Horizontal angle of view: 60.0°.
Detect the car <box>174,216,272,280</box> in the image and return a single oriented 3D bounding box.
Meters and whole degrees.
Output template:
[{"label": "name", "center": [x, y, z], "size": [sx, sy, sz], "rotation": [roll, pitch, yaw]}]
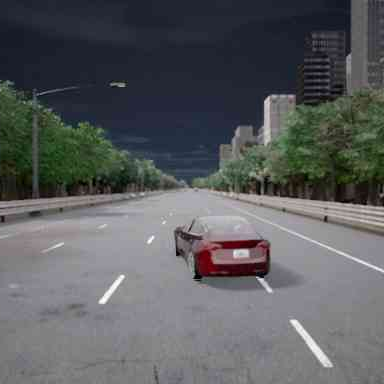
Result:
[{"label": "car", "center": [0.666, 1.406, 9.772], "size": [2.163, 1.488, 4.792], "rotation": [0, 1, -11]}]
